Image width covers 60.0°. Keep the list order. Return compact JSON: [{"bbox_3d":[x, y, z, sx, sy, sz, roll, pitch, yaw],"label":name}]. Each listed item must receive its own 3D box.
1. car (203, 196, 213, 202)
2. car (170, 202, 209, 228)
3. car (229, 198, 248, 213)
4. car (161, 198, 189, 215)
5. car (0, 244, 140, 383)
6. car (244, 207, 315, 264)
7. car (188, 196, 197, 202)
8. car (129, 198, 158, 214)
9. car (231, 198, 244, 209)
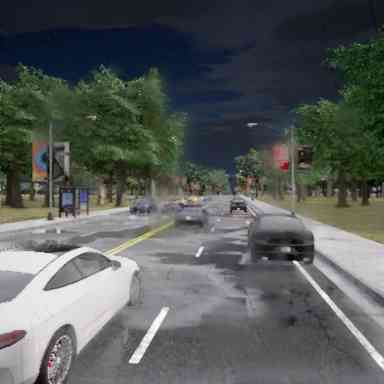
[{"bbox_3d":[3.557,1.619,75.490,1.812,1.442,4.674,0,0,7],"label":"car"},{"bbox_3d":[0.064,1.591,22.649,1.994,1.385,4.181,0,0,7],"label":"car"},{"bbox_3d":[5.280,1.549,37.859,1.837,1.490,4.892,0,0,8],"label":"car"},{"bbox_3d":[-1.862,1.607,34.584,1.994,1.385,4.181,0,0,7],"label":"car"},{"bbox_3d":[-2.209,1.533,5.162,1.812,1.442,4.674,0,0,7],"label":"car"},{"bbox_3d":[2.993,1.490,11.918,1.882,1.535,5.008,0,0,7],"label":"car"},{"bbox_3d":[-0.060,1.568,72.878,1.882,1.535,5.008,0,0,7],"label":"car"},{"bbox_3d":[-5.060,1.398,35.201,2.097,1.767,4.553,0,0,7],"label":"car"},{"bbox_3d":[6.553,1.583,48.001,1.812,1.442,4.674,0,0,8],"label":"car"}]
